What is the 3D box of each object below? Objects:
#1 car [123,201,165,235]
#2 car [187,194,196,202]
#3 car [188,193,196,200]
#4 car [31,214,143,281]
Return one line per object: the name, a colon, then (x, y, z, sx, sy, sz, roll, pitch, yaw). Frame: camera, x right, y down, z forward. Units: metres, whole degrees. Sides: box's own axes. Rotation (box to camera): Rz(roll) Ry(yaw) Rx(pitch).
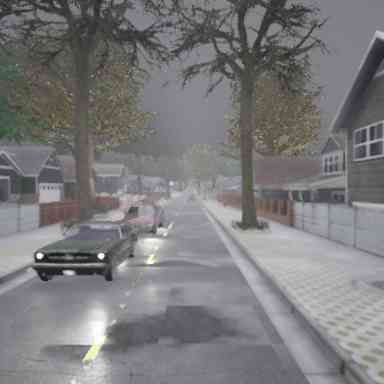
car: (-2.748, 1.333, 18.611, 1.812, 1.442, 4.674, 1, 8, 0)
car: (-0.040, 1.444, 73.902, 1.895, 1.301, 4.718, 0, 0, 0)
car: (-0.046, 1.152, 84.206, 1.837, 1.490, 4.892, 0, 0, 0)
car: (-2.847, 1.573, 9.939, 1.895, 1.301, 4.718, 0, 0, 0)
